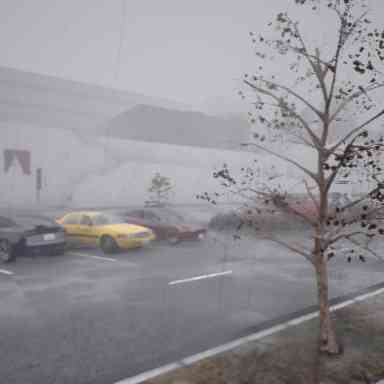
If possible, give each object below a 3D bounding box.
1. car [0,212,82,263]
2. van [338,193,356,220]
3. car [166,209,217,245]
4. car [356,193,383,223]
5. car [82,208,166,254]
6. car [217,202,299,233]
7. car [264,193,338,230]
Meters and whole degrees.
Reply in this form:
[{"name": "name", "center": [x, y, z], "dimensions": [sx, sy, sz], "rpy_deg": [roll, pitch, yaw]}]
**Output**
[{"name": "car", "center": [-6.495, 1.523, 12.009], "dimensions": [4.792, 1.488, 2.163], "rpy_deg": [-1, -1, 35]}, {"name": "van", "center": [8.211, 1.145, 22.329], "dimensions": [4.442, 1.987, 1.878], "rpy_deg": [-1, -1, 35]}, {"name": "car", "center": [-1.581, 1.498, 15.446], "dimensions": [4.792, 1.488, 2.163], "rpy_deg": [-1, -1, 35]}, {"name": "car", "center": [10.567, 1.090, 24.111], "dimensions": [5.566, 2.045, 2.435], "rpy_deg": [-1, -1, 35]}, {"name": "car", "center": [-3.881, 1.476, 13.629], "dimensions": [5.366, 1.575, 1.946], "rpy_deg": [-1, -1, 34]}, {"name": "car", "center": [3.257, 1.467, 18.922], "dimensions": [4.674, 1.452, 2.002], "rpy_deg": [-1, 0, 35]}, {"name": "car", "center": [5.655, 1.151, 20.672], "dimensions": [5.566, 2.045, 2.435], "rpy_deg": [-1, 0, 35]}]
